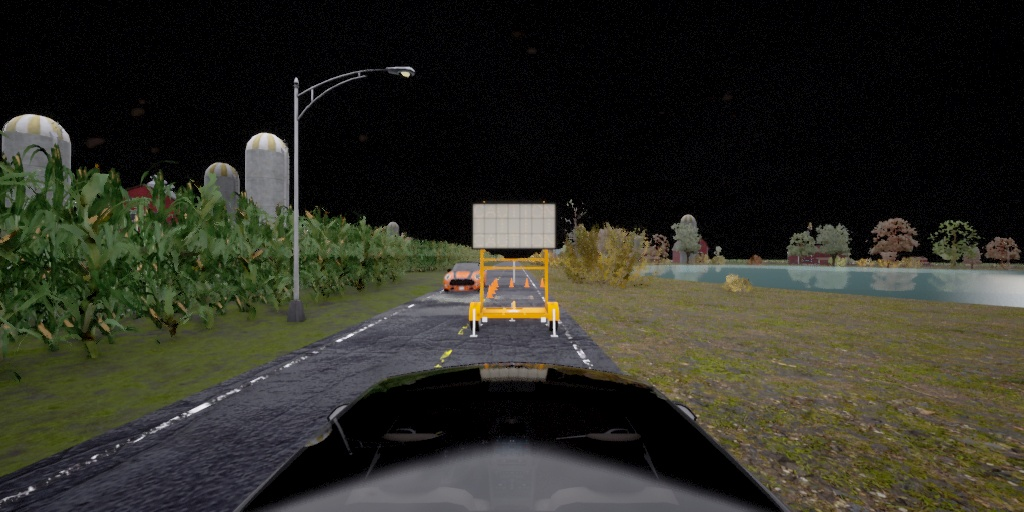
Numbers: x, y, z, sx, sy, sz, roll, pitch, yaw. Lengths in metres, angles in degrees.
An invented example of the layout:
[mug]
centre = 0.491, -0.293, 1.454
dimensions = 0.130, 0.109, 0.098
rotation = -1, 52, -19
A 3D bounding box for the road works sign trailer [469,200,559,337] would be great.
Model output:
[road works sign trailer]
centre = 0.061, 0.217, 10.274
dimensions = 2.380, 3.560, 2.880
rotation = 0, 0, 0

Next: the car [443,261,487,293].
[car]
centre = -2.625, 1.115, 20.985
dimensions = 2.097, 1.767, 4.553
rotation = 0, 0, 0
